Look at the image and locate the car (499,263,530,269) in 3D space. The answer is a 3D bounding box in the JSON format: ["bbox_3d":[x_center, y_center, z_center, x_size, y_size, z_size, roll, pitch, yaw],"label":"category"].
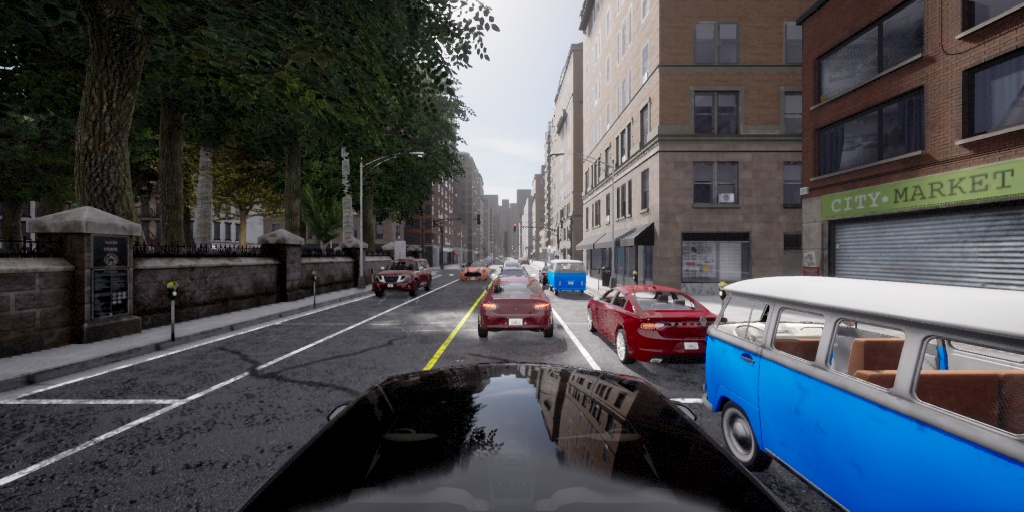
[{"bbox_3d":[0.098,1.292,19.716,2.033,1.411,5.357,0,0,1],"label":"car"}]

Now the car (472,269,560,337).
[{"bbox_3d":[0.096,1.275,10.138,1.812,1.442,4.674,0,0,0],"label":"car"}]

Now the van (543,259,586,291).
[{"bbox_3d":[2.858,1.086,19.258,1.690,1.789,3.998,0,0,0],"label":"van"}]

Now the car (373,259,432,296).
[{"bbox_3d":[-5.667,1.060,19.218,2.192,1.841,5.009,0,0,0],"label":"car"}]

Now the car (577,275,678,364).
[{"bbox_3d":[2.857,1.294,7.936,1.888,1.381,4.507,0,0,0],"label":"car"}]

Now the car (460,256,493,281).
[{"bbox_3d":[-2.998,1.153,29.745,2.097,1.767,4.553,0,0,0],"label":"car"}]

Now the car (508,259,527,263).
[{"bbox_3d":[0.006,1.243,29.461,1.837,1.490,4.892,0,0,0],"label":"car"}]

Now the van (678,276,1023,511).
[{"bbox_3d":[2.857,1.091,2.275,1.690,1.789,3.998,0,0,0],"label":"van"}]
